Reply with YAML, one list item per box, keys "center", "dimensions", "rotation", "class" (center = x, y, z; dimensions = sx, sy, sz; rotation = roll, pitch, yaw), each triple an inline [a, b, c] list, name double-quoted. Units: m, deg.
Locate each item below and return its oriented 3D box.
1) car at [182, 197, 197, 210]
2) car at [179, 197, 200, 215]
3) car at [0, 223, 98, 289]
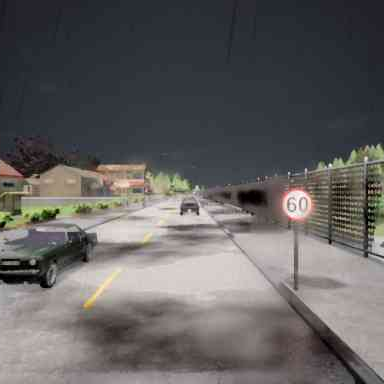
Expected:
- center: [-0.360, 1.505, 45.102]
  dimensions: [1.837, 1.490, 4.892]
  rotation: [0, 0, -1]
  class: "car"
- center: [-0.238, 1.504, 33.911]
  dimensions: [1.837, 1.490, 4.892]
  rotation: [0, 0, -1]
  class: "car"
- center: [-4.178, 1.601, 9.309]
  dimensions: [1.895, 1.301, 4.718]
  rotation: [0, 0, 0]
  class: "car"
